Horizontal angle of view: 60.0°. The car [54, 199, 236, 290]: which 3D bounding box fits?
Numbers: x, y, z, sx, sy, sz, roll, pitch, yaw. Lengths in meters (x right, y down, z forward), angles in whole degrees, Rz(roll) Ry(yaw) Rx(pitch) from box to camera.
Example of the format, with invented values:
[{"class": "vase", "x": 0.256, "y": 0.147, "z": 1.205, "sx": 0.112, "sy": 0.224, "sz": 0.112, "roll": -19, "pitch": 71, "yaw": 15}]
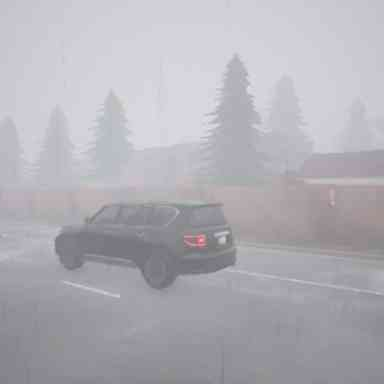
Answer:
[{"class": "car", "x": -1.492, "y": 1.220, "z": 9.327, "sx": 5.566, "sy": 2.045, "sz": 2.150, "roll": 0, "pitch": 0, "yaw": 35}]
